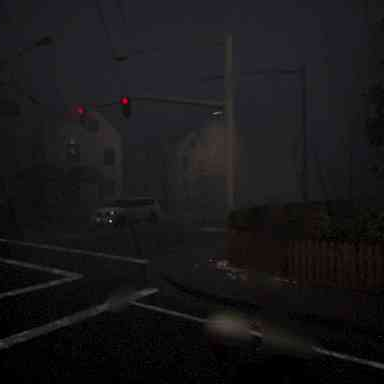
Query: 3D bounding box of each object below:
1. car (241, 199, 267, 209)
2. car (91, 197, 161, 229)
[{"bbox_3d":[7.817,1.707,41.756,1.837,1.490,4.892,-1,0,35],"label":"car"},{"bbox_3d":[-4.558,1.414,23.877,2.150,2.045,5.566,-1,0,34],"label":"car"}]
